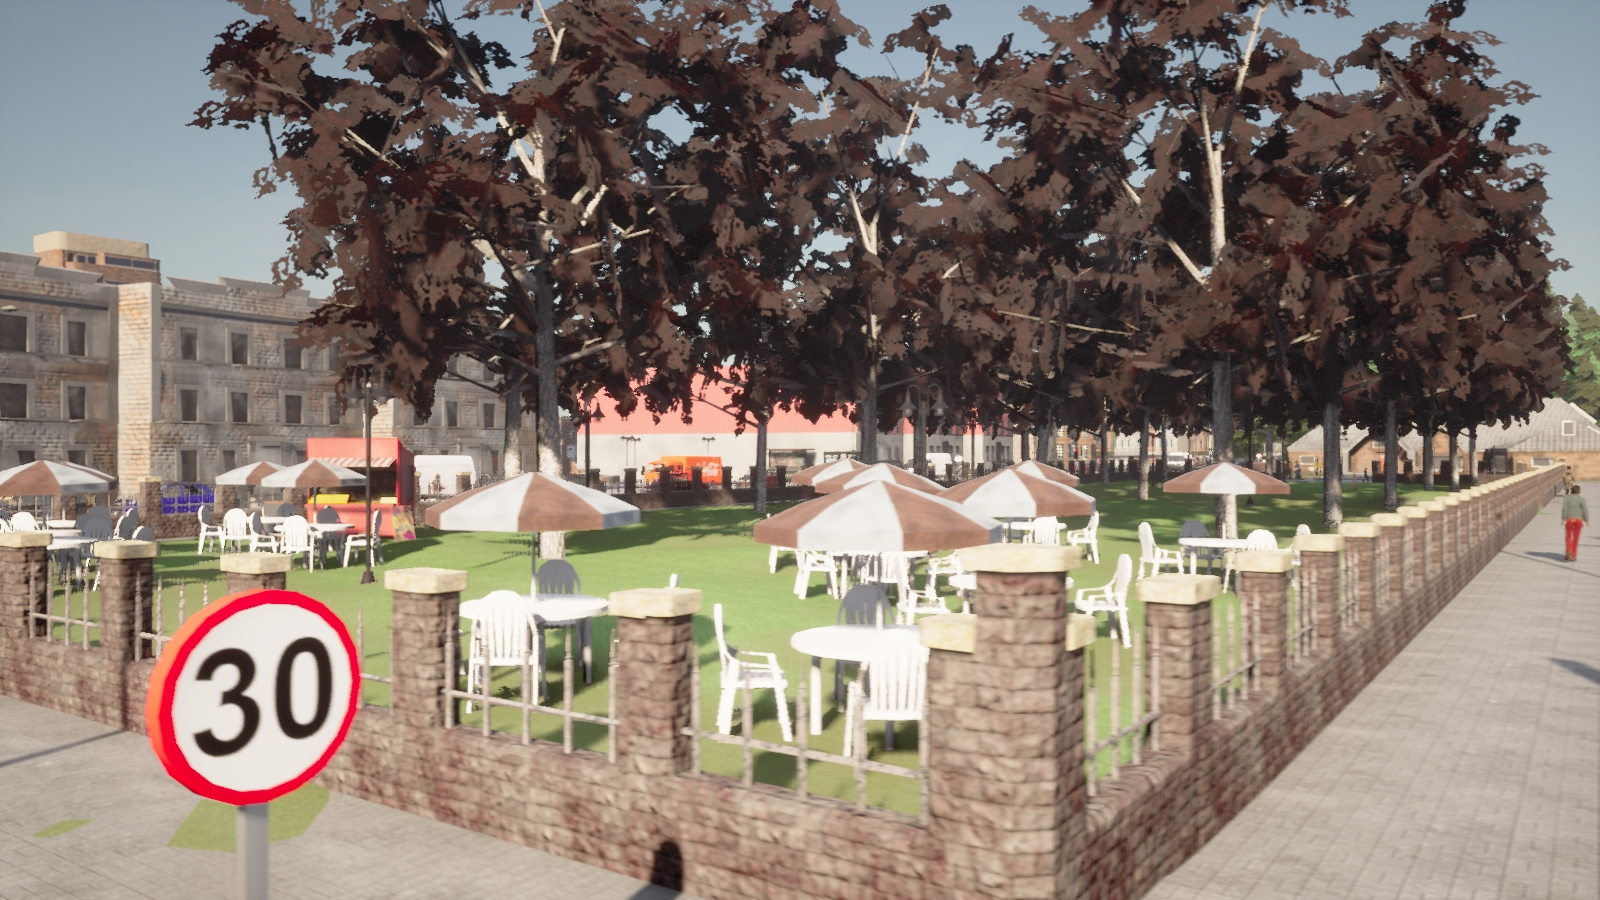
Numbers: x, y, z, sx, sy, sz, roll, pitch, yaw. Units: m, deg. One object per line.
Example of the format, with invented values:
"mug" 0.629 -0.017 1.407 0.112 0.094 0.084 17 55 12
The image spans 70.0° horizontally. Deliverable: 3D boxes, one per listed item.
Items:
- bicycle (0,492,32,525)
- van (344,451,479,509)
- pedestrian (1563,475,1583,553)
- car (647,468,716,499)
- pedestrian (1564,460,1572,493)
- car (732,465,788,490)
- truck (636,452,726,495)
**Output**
"bicycle" -27.659 2.041 39.647 0.859 1.080 1.487 0 0 35
"van" -18.045 1.319 53.391 1.988 2.561 5.915 0 0 35
"pedestrian" 18.572 1.525 27.438 0.375 1.860 0.375 0 0 37
"car" -6.506 1.810 62.899 1.789 1.549 3.705 0 0 35
"pedestrian" 43.537 1.525 64.748 0.375 1.860 0.375 0 0 35
"car" -2.625 1.810 75.429 1.789 1.549 3.705 0 0 35
"truck" -7.137 1.354 68.988 2.627 2.467 5.204 0 0 35
